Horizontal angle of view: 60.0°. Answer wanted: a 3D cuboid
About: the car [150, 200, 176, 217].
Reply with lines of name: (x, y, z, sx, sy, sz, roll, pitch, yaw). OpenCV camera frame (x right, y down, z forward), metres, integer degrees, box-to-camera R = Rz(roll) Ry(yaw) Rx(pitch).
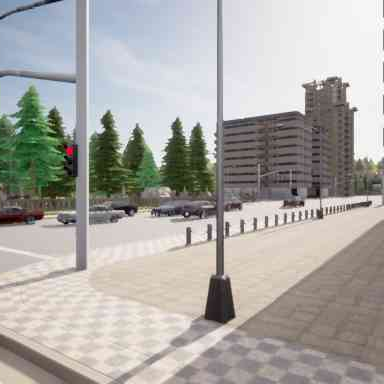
car: (-1.558, 1.547, 31.595, 2.033, 1.411, 5.357, 0, 0, 36)

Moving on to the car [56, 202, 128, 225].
car: (-7.156, 1.601, 23.734, 1.895, 1.301, 4.718, 0, 0, 35)

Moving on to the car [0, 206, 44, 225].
car: (-12.580, 1.601, 22.230, 1.895, 1.301, 4.718, 0, 0, 37)

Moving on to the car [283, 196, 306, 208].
car: (14.910, 1.352, 48.367, 2.097, 1.767, 4.553, 0, 0, 35)

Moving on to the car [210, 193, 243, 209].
car: (4.891, 1.221, 46.629, 2.150, 2.045, 5.566, 0, 0, 36)

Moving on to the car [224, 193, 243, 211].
car: (4.246, 1.352, 39.734, 2.097, 1.767, 4.553, 0, 0, 36)

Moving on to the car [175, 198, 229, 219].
car: (1.007, 1.505, 28.826, 1.837, 1.490, 4.892, 0, 0, 35)

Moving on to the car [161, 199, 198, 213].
car: (-1.356, 1.564, 37.924, 1.994, 1.385, 4.181, 0, 0, 35)

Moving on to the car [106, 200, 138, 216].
car: (-7.099, 1.478, 29.852, 1.882, 1.535, 5.008, 0, 0, 36)
